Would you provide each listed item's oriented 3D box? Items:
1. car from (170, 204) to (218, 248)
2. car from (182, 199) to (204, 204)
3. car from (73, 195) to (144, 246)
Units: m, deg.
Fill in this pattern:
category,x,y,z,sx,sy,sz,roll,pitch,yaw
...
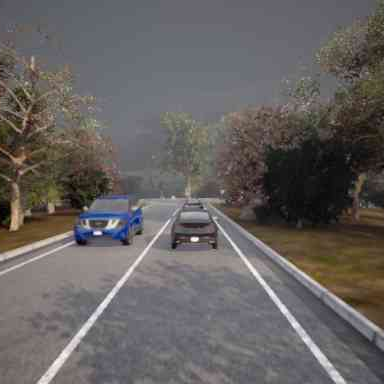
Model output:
category,x,y,z,sx,sy,sz,roll,pitch,yaw
car,0.099,1.483,14.640,1.837,1.490,4.892,0,0,0
car,0.099,1.434,31.441,2.128,1.511,4.902,0,0,0
car,-3.602,1.197,15.455,2.150,2.045,5.566,0,0,0
